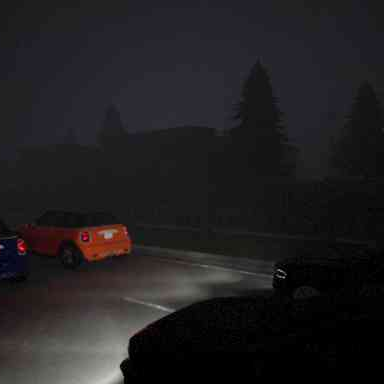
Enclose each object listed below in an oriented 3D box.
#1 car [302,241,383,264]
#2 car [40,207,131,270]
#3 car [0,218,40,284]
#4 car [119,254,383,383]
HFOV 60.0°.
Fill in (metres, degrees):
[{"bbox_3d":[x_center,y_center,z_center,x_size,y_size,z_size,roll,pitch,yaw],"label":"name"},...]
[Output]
[{"bbox_3d":[3.850,1.478,5.549,5.008,1.535,1.882,0,0,36],"label":"car"},{"bbox_3d":[-4.262,1.348,11.327,4.553,1.767,2.097,0,0,36],"label":"car"},{"bbox_3d":[-6.120,1.349,8.352,4.553,1.767,2.097,0,0,36],"label":"car"},{"bbox_3d":[1.853,1.547,2.672,5.357,1.411,2.033,0,0,35],"label":"car"}]
